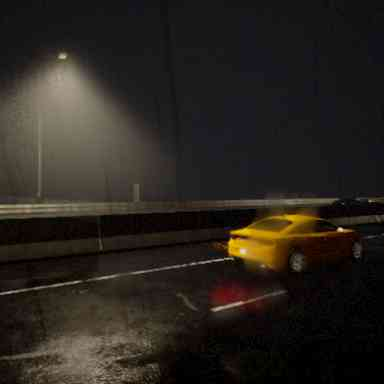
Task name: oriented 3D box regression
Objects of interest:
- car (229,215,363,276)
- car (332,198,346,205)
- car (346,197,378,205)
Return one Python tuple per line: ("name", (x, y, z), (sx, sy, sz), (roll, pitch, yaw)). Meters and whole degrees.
("car", (3.426, 1.467, 10.454), (5.008, 1.535, 1.882), (0, 0, -35))
("car", (20.319, 1.483, 43.615), (4.892, 1.490, 1.837), (1, 0, -34))
("car", (20.788, 1.541, 39.713), (4.181, 1.385, 1.994), (0, 0, -34))
